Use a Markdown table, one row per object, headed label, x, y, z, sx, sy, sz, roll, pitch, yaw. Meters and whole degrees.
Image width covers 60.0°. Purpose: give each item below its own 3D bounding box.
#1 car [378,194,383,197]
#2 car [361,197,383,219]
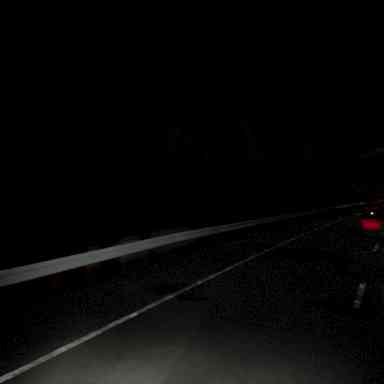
| label | x | y | z | sx | sy | sz | roll | pitch | yaw |
| --- | --- | --- | --- | --- | --- | --- | --- | --- | --- |
| car | 22.399 | 1.221 | 37.929 | 2.150 | 2.045 | 5.566 | 0 | 0 | 36 |
| car | 16.278 | 1.505 | 29.431 | 1.837 | 1.490 | 4.892 | 0 | 0 | 35 |
